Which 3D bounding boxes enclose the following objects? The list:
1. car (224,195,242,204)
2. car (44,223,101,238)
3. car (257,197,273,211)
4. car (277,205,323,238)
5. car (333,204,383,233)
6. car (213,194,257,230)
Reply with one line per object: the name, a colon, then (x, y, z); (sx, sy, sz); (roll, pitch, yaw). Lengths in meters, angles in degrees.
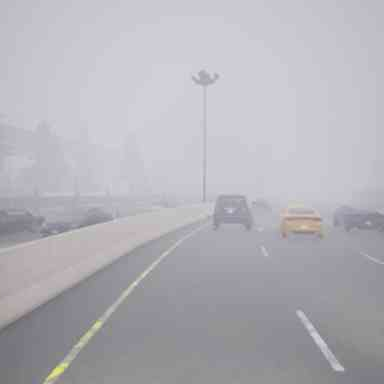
car: (7.121, 1.326, 57.282); (2.033, 1.411, 5.357); (0, 0, 20)
car: (-5.479, 1.420, 16.427); (1.812, 1.442, 4.674); (0, 0, 10)
car: (8.140, 1.377, 38.312); (1.837, 1.490, 4.892); (0, 0, 19)
car: (5.610, 1.429, 17.604); (1.882, 1.535, 5.008); (0, 0, 11)
car: (9.607, 1.442, 19.506); (1.882, 1.535, 5.008); (0, 0, 13)
car: (2.688, 1.143, 20.695); (2.150, 2.045, 5.566); (0, 0, 13)
